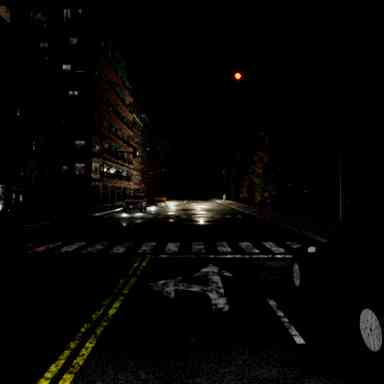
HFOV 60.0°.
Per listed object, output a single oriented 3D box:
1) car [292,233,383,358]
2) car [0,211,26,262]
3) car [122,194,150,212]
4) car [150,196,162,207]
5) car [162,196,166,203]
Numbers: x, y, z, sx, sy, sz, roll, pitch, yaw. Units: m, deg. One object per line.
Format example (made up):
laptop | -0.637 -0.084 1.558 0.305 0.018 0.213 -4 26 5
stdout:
car | 3.354 1.477 6.033 1.882 1.535 5.008 0 0 -1
car | -6.598 1.352 9.230 2.097 1.767 4.553 0 0 0
car | -6.575 1.225 38.709 2.150 2.045 5.566 0 0 0
car | -6.561 1.505 53.019 2.128 1.511 4.902 0 0 0
car | -6.458 1.502 68.606 1.882 1.535 5.008 0 0 0
